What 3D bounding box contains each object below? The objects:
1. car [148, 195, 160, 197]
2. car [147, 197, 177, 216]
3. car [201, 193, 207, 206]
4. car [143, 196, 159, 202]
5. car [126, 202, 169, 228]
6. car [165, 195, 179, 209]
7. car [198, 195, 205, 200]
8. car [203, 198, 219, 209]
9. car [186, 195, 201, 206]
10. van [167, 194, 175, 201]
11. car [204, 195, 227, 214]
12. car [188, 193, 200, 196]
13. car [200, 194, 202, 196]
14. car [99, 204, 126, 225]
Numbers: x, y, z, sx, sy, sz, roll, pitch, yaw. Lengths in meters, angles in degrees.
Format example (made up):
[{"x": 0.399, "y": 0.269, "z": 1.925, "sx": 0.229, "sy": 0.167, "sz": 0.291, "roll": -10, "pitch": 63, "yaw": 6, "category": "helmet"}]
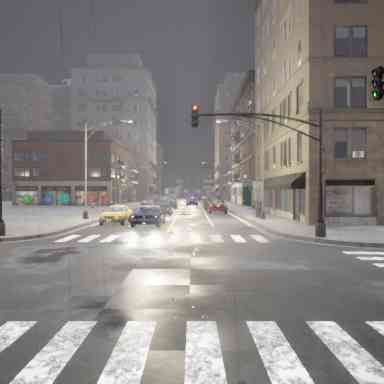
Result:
[{"x": -5.382, "y": 1.318, "z": 46.684, "sx": 2.192, "sy": 1.841, "sz": 5.009, "roll": 0, "pitch": 0, "yaw": 0, "category": "car"}, {"x": -2.850, "y": 1.549, "z": 32.804, "sx": 2.033, "sy": 1.411, "sz": 5.357, "roll": 0, "pitch": 0, "yaw": 0, "category": "car"}, {"x": 2.642, "y": 1.317, "z": 41.020, "sx": 2.192, "sy": 1.841, "sz": 5.009, "roll": 0, "pitch": 0, "yaw": 0, "category": "car"}, {"x": -5.383, "y": 1.553, "z": 41.021, "sx": 2.008, "sy": 1.369, "sz": 4.403, "roll": 0, "pitch": 0, "yaw": 0, "category": "car"}, {"x": -2.880, "y": 1.601, "z": 22.557, "sx": 1.895, "sy": 1.301, "sz": 4.718, "roll": 0, "pitch": 0, "yaw": 1, "category": "car"}, {"x": -2.835, "y": 1.528, "z": 43.170, "sx": 1.812, "sy": 1.442, "sz": 4.674, "roll": 0, "pitch": 0, "yaw": 0, "category": "car"}, {"x": 2.648, "y": 1.575, "z": 91.977, "sx": 1.947, "sy": 1.339, "sz": 4.313, "roll": 0, "pitch": 0, "yaw": 0, "category": "car"}, {"x": 2.643, "y": 1.568, "z": 46.682, "sx": 1.947, "sy": 1.339, "sz": 4.313, "roll": 0, "pitch": 0, "yaw": 0, "category": "car"}, {"x": 0.006, "y": 1.604, "z": 53.850, "sx": 1.895, "sy": 1.301, "sz": 4.718, "roll": 0, "pitch": 0, "yaw": 0, "category": "car"}, {"x": -5.378, "y": 1.349, "z": 86.317, "sx": 1.690, "sy": 1.788, "sz": 3.998, "roll": 0, "pitch": 0, "yaw": 0, "category": "van"}, {"x": 2.642, "y": 1.441, "z": 35.358, "sx": 1.967, "sy": 1.590, "sz": 4.097, "roll": 0, "pitch": 0, "yaw": 0, "category": "car"}, {"x": 0.007, "y": 1.226, "z": 64.152, "sx": 2.150, "sy": 2.045, "sz": 5.566, "roll": 0, "pitch": 0, "yaw": 0, "category": "car"}, {"x": 2.645, "y": 1.555, "z": 69.330, "sx": 2.008, "sy": 1.369, "sz": 4.403, "roll": 0, "pitch": 0, "yaw": 0, "category": "car"}, {"x": -5.385, "y": 1.526, "z": 23.866, "sx": 1.752, "sy": 1.417, "sz": 4.829, "roll": 0, "pitch": 0, "yaw": 0, "category": "car"}]
